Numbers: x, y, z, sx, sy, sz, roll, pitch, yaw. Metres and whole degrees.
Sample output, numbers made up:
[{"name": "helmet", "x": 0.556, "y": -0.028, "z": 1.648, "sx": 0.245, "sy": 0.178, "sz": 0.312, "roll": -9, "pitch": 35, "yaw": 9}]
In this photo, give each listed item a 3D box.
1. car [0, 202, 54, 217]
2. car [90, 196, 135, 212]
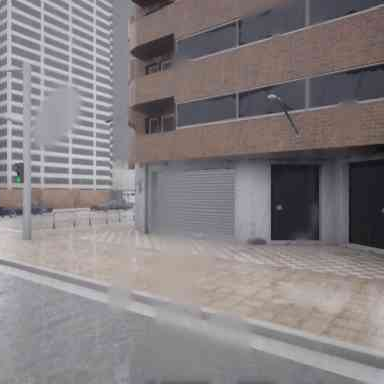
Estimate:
[{"name": "car", "x": -15.559, "y": 1.601, "z": 30.977, "sx": 1.895, "sy": 1.301, "sz": 4.718, "roll": 0, "pitch": 0, "yaw": 36}, {"name": "car", "x": -9.403, "y": 1.547, "z": 39.434, "sx": 2.033, "sy": 1.411, "sz": 5.357, "roll": 0, "pitch": 0, "yaw": 36}]
